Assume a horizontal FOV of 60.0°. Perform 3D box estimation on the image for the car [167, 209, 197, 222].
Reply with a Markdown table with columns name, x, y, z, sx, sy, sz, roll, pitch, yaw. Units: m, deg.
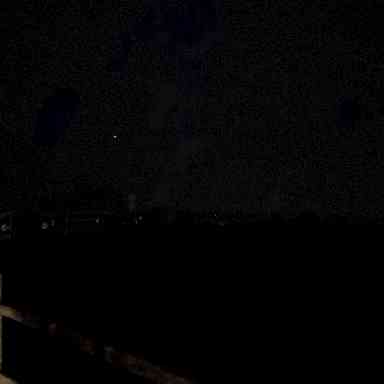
| name | x | y | z | sx | sy | sz | roll | pitch | yaw |
| --- | --- | --- | --- | --- | --- | --- | --- | --- | --- |
| car | -1.036 | 2.836 | 39.953 | 2.128 | 1.511 | 4.902 | 0 | -2 | 36 |

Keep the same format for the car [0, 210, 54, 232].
| name | x | y | z | sx | sy | sz | roll | pitch | yaw |
| --- | --- | --- | --- | --- | --- | --- | --- | --- | --- |
| car | -12.414 | 2.058 | 23.955 | 1.837 | 1.490 | 4.892 | 0 | -2 | 34 |

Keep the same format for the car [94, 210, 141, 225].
| name | x | y | z | sx | sy | sz | roll | pitch | yaw |
| --- | --- | --- | --- | --- | --- | --- | --- | --- | --- |
| car | -6.993 | 2.418 | 31.631 | 2.128 | 1.511 | 4.902 | 0 | -2 | 35 |

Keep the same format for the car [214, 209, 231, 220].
| name | x | y | z | sx | sy | sz | roll | pitch | yaw |
| --- | --- | --- | --- | --- | --- | --- | --- | --- | --- |
| car | 5.046 | 3.286 | 48.403 | 1.837 | 1.490 | 4.892 | 0 | -3 | 36 |

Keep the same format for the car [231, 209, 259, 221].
| name | x | y | z | sx | sy | sz | roll | pitch | yaw |
| --- | --- | --- | --- | --- | --- | --- | --- | --- | --- |
| car | 8.014 | 3.174 | 47.553 | 2.097 | 1.767 | 4.553 | 0 | -2 | 36 |
